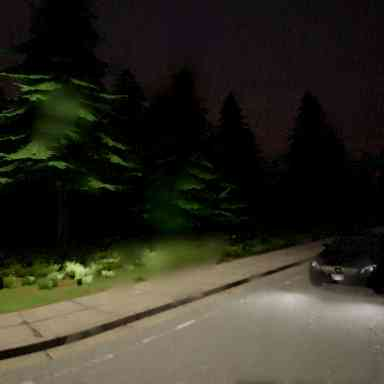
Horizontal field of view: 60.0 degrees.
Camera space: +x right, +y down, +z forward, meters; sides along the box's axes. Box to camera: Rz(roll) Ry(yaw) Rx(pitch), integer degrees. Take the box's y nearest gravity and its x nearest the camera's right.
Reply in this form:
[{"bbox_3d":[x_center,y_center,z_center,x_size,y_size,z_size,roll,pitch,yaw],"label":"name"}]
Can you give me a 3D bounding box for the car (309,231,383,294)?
[{"bbox_3d":[5.202,1.953,10.207,1.812,1.442,4.674,-4,-4,41],"label":"car"}]
